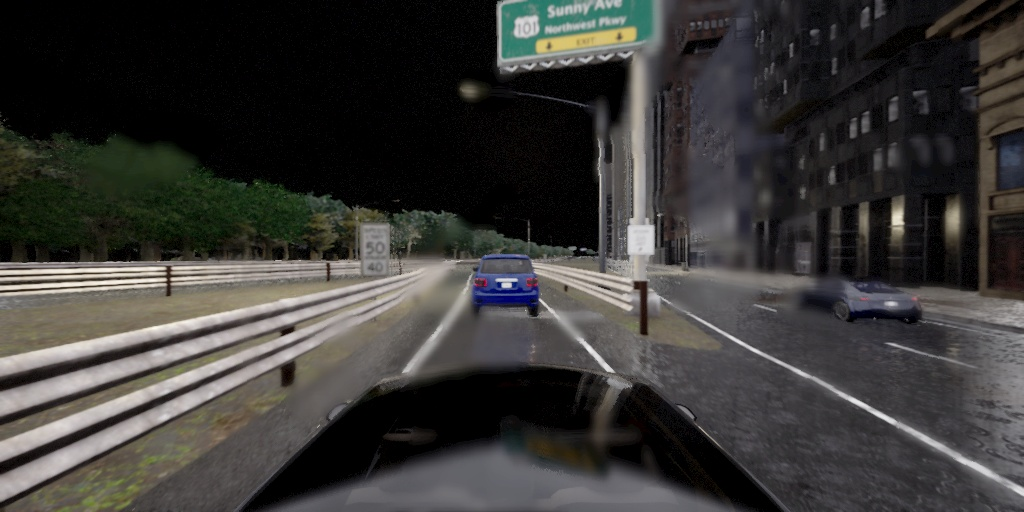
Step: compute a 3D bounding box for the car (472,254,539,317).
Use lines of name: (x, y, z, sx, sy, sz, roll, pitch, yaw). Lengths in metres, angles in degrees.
car: (-0.292, 0.967, 13.400, 2.150, 2.045, 5.566, 0, 0, -3)

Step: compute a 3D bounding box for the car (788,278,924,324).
car: (11.922, 1.458, 12.814, 1.994, 1.385, 4.181, 0, 0, 12)
